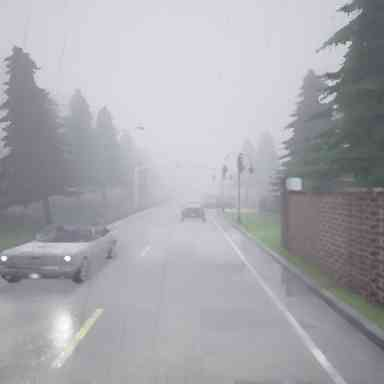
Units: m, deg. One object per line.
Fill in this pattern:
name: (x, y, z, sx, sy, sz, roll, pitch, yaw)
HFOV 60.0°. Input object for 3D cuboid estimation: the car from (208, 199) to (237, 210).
car: (3.863, 1.604, 43.316, 4.674, 1.442, 1.812, 1, -1, -40)

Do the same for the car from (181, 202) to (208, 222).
car: (0.093, 1.515, 26.510, 1.812, 1.442, 4.674, 0, 0, 0)

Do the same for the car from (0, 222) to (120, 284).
car: (-3.537, 1.597, 9.718, 1.895, 1.301, 4.718, 0, 0, 1)
